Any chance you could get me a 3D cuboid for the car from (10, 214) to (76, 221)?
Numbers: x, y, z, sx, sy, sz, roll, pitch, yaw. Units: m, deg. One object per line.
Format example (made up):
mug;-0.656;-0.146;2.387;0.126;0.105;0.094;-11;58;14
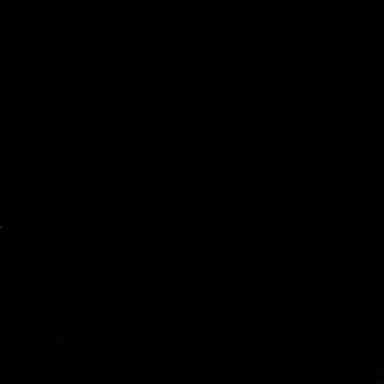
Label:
car;-10.728;1.821;23.925;4.674;1.442;1.812;-1;-1;-4
